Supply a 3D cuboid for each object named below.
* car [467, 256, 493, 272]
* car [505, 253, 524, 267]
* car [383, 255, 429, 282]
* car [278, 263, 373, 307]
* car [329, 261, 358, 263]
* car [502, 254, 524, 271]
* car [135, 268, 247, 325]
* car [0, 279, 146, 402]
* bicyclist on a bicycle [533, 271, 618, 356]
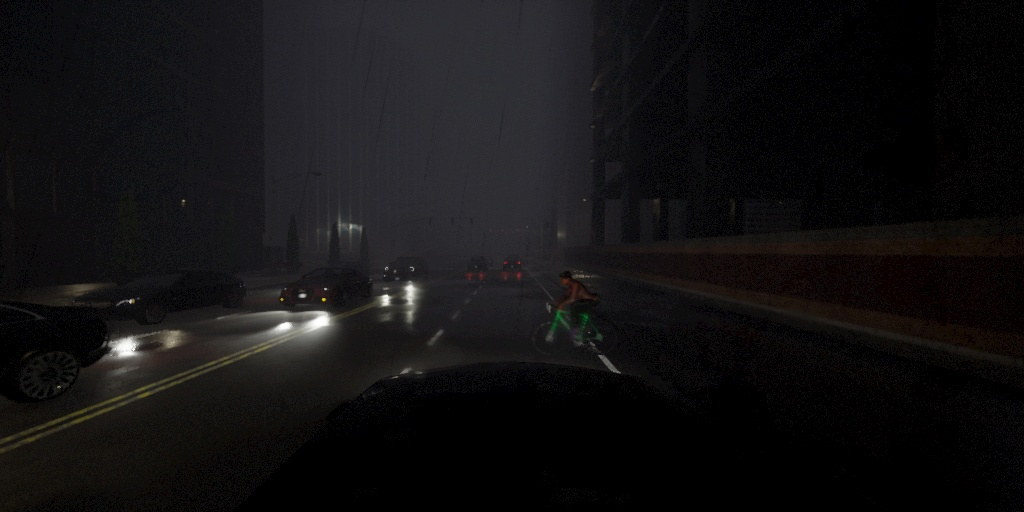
[{"bbox_3d":[-3.455,0.782,36.963,2.128,1.511,4.902,0,1,0],"label":"car"},{"bbox_3d":[0.430,0.505,48.189,2.097,1.767,4.553,0,1,7],"label":"car"},{"bbox_3d":[-7.122,0.798,24.482,2.097,1.767,4.553,0,1,0],"label":"car"},{"bbox_3d":[-7.124,1.143,14.177,1.994,1.385,4.181,0,1,0],"label":"car"},{"bbox_3d":[-10.629,1.014,22.425,2.033,1.411,5.357,0,1,0],"label":"car"},{"bbox_3d":[0.027,0.806,38.132,1.812,1.442,4.674,0,1,0],"label":"car"},{"bbox_3d":[-10.613,1.136,11.291,1.812,1.442,4.674,0,1,0],"label":"car"},{"bbox_3d":[-7.114,1.210,3.433,2.128,1.511,4.902,0,1,0],"label":"car"},{"bbox_3d":[1.202,1.112,6.869,1.656,1.620,0.582,-1,1,0],"label":"bicyclist on a bicycle"}]
